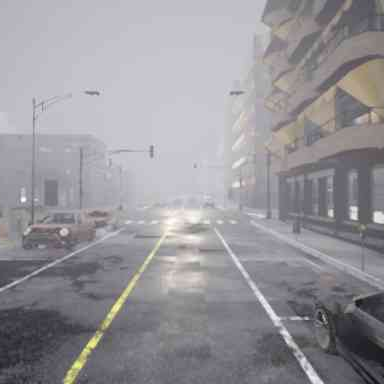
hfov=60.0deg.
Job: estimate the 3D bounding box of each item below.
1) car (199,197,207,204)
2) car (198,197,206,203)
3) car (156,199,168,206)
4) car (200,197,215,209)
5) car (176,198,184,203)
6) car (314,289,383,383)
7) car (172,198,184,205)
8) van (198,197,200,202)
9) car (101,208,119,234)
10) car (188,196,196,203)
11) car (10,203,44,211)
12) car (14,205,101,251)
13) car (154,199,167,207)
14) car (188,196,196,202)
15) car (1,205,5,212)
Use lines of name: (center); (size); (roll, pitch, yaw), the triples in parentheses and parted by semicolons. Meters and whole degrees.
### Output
car: (2.709, 2.070, 80.753); (1.752, 1.417, 4.829); (1, 0, 0)
car: (2.710, 2.173, 91.745); (1.947, 1.339, 4.313); (1, 0, 0)
car: (-5.673, 1.985, 63.806); (1.887, 1.381, 4.507); (1, 0, 0)
car: (2.706, 1.922, 52.681); (2.008, 1.369, 4.403); (1, 0, 0)
car: (-2.993, 2.106, 83.891); (1.994, 1.385, 4.181); (0, 0, 0)
car: (2.701, 1.592, 3.257); (1.947, 1.339, 4.313); (1, 0, 0)
car: (-2.995, 1.947, 68.333); (1.882, 1.535, 5.008); (0, 0, 0)
van: (2.711, 1.818, 69.424); (1.690, 1.788, 3.998); (1, 0, 0)
car: (-5.645, 1.695, 20.162); (1.887, 1.381, 4.507); (1, 0, 0)
car: (0.007, 1.903, 82.553); (2.097, 1.767, 4.553); (0, 0, 0)
car: (-19.714, 1.991, 40.476); (4.403, 1.369, 2.008); (0, -1, 1)
car: (-5.644, 1.549, 14.518); (1.967, 1.590, 4.097); (1, 0, 0)
car: (-5.674, 1.987, 58.225); (1.802, 1.307, 4.206); (1, 0, 0)
car: (0.007, 1.970, 92.591); (2.128, 1.511, 4.902); (0, 0, 0)
car: (-25.195, 2.032, 40.551); (4.313, 1.339, 1.947); (0, -1, 1)
